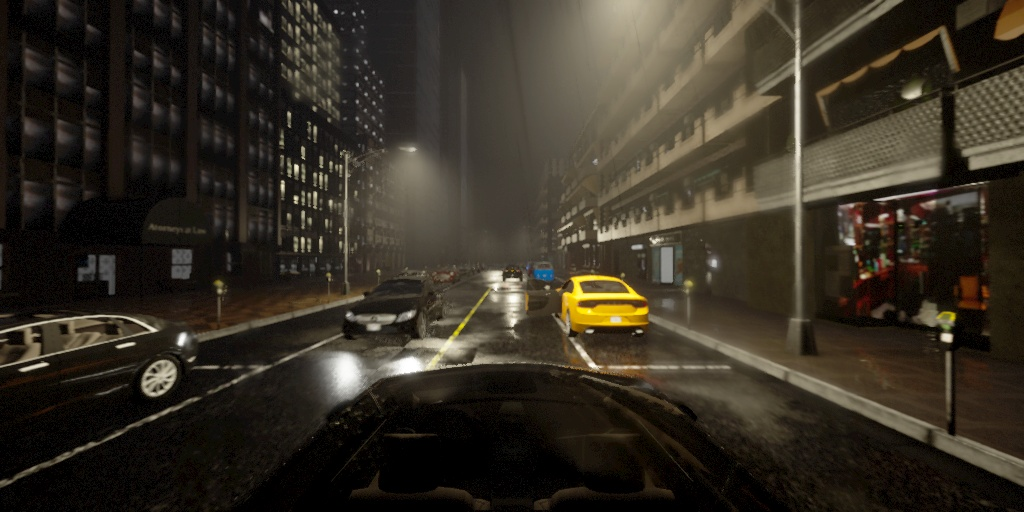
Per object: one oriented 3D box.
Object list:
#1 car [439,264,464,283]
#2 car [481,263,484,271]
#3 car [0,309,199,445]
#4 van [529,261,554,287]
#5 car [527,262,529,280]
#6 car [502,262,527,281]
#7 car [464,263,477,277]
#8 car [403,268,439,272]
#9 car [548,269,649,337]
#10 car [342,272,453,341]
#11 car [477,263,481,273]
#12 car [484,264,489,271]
[{"bbox_3d":[-5.684,1.502,31.336,1.967,1.591,4.097,0,0,0],"label":"car"},{"bbox_3d":[-5.678,1.750,53.425,1.967,1.591,4.097,0,0,0],"label":"car"},{"bbox_3d":[-5.692,1.322,3.723,2.007,1.370,4.403,0,0,0],"label":"car"},{"bbox_3d":[2.697,1.402,31.332,1.690,1.789,3.998,0,0,0],"label":"van"},{"bbox_3d":[2.700,1.729,42.376,1.888,1.381,4.507,0,0,0],"label":"car"},{"bbox_3d":[0.064,1.587,34.432,2.128,1.511,4.902,0,-1,0],"label":"car"},{"bbox_3d":[-5.681,1.736,42.379,2.007,1.370,4.403,0,0,0],"label":"car"},{"bbox_3d":[-5.687,1.509,20.290,1.948,1.339,4.313,0,0,0],"label":"car"},{"bbox_3d":[2.362,1.319,10.626,1.882,1.535,5.008,0,-1,0],"label":"car"},{"bbox_3d":[-3.099,1.365,10.369,1.812,1.442,4.674,0,-1,0],"label":"car"},{"bbox_3d":[-5.680,1.798,47.902,2.007,1.370,4.403,0,0,0],"label":"car"},{"bbox_3d":[-5.675,2.001,64.470,1.948,1.339,4.313,0,0,0],"label":"car"}]
